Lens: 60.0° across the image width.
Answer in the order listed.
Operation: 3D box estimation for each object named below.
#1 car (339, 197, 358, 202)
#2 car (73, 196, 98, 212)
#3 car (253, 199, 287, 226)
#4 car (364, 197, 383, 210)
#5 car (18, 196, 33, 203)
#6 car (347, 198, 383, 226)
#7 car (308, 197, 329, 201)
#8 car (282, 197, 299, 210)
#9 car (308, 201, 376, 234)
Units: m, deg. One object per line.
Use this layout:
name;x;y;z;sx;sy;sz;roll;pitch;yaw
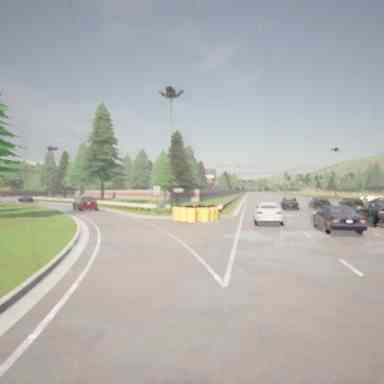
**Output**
car;18.592;1.321;39.054;1.837;1.490;4.892;0;0;10
car;-12.512;1.287;38.781;2.097;1.767;4.553;0;0;-30
car;5.157;1.440;22.720;1.812;1.442;4.674;0;0;10
car;22.189;1.366;39.326;1.994;1.385;4.181;0;0;10
car;-33.720;1.459;67.289;2.128;1.511;4.902;0;0;-40
car;12.077;1.383;21.571;2.128;1.511;4.902;0;0;10
car;15.134;1.333;39.598;1.837;1.490;4.892;0;0;10
car;11.673;1.331;40.119;2.128;1.511;4.902;0;0;10
car;8.004;1.463;18.495;2.033;1.411;5.357;0;0;10
